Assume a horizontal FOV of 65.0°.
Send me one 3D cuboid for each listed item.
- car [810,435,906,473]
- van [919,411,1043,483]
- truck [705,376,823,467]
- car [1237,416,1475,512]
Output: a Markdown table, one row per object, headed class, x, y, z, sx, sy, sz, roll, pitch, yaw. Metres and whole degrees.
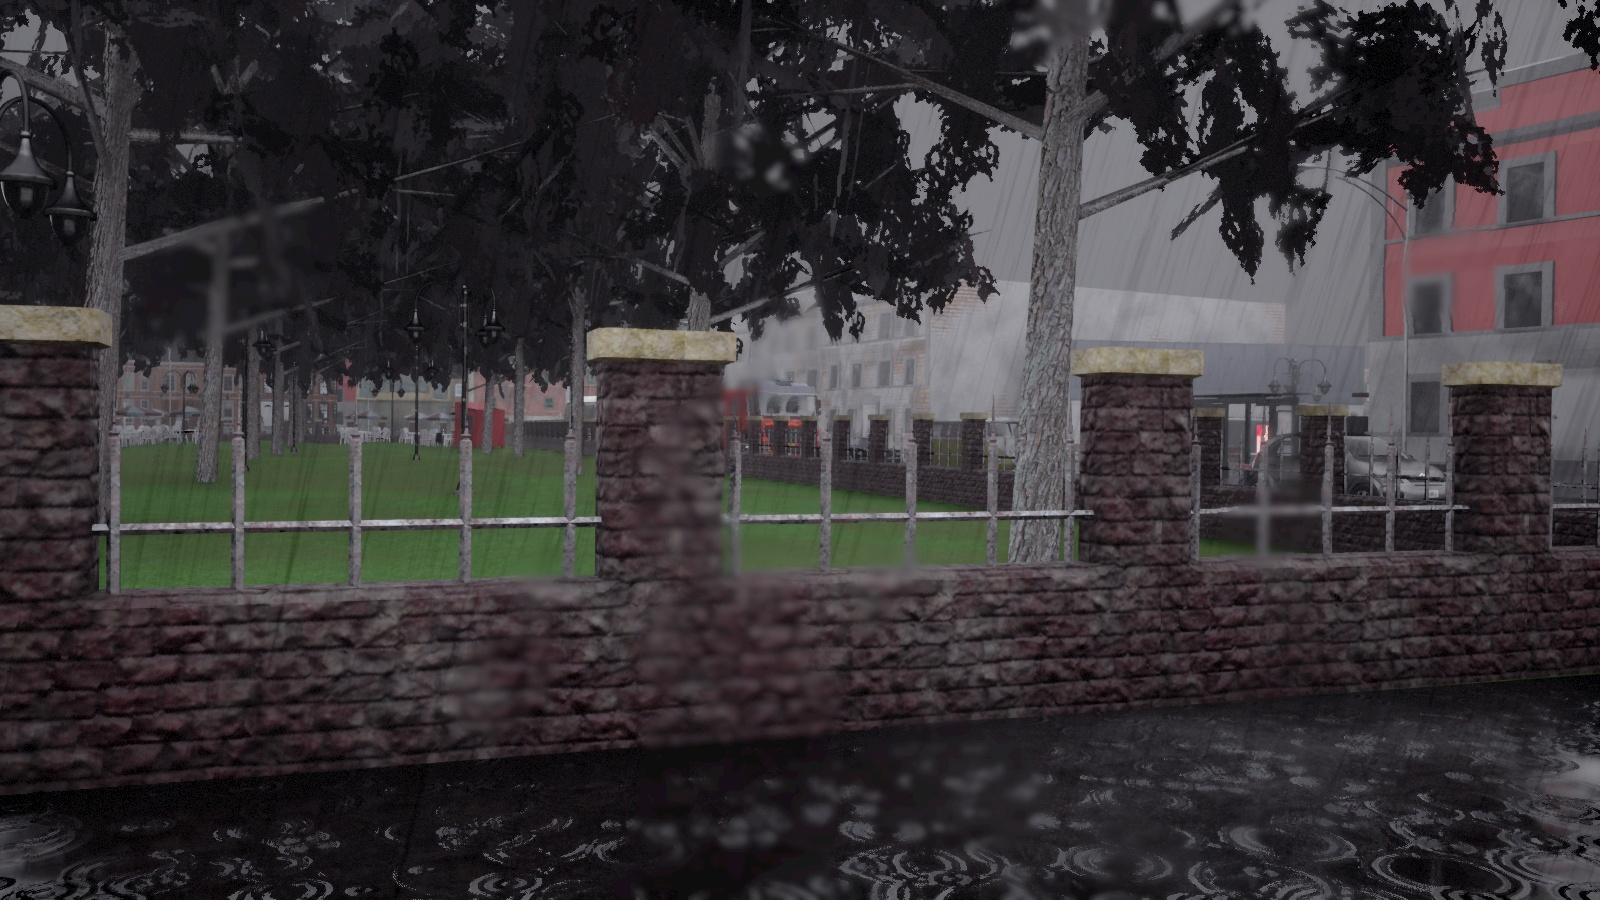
| class | x | y | z | sx | sy | sz | roll | pitch | yaw |
| --- | --- | --- | --- | --- | --- | --- | --- | --- | --- |
| car | 2.087 | 0.118 | 46.563 | 1.895 | 1.301 | 4.718 | -1 | 1 | -20 |
| van | 5.323 | -0.116 | 37.445 | 1.775 | 1.987 | 4.442 | -1 | 1 | -20 |
| truck | -1.803 | -1.282 | 57.441 | 2.891 | 3.827 | 8.468 | -1 | 1 | -20 |
| car | 10.278 | 0.202 | 23.553 | 1.851 | 1.617 | 3.988 | -1 | 1 | -19 |
